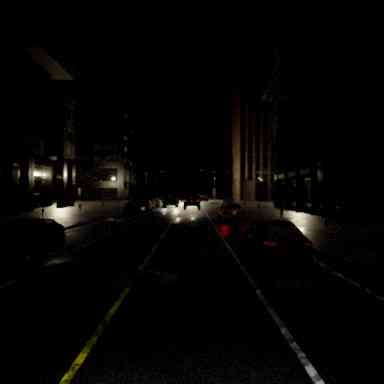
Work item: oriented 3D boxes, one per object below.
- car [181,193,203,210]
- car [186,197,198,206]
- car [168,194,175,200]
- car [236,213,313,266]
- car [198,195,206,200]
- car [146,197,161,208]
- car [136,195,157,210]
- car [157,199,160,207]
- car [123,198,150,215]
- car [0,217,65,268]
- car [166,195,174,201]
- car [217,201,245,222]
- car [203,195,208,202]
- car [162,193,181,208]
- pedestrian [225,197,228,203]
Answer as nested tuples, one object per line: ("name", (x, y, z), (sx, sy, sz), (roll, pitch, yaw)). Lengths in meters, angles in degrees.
("car", (0.019, 1.235, 43.543), (2.150, 2.045, 5.566), (0, -1, 1))
("car", (-0.017, 1.530, 55.103), (1.837, 1.490, 4.892), (0, 0, 0))
("car", (-5.791, 1.495, 94.100), (1.967, 1.590, 4.097), (0, 0, 0))
("car", (2.761, 1.586, 11.304), (1.802, 1.307, 4.206), (0, 0, 0))
("car", (2.734, 1.606, 94.121), (2.008, 1.369, 4.403), (0, 0, 0))
("car", (-5.777, 1.548, 50.327), (1.752, 1.417, 4.829), (0, 0, 0))
("car", (-5.772, 1.331, 39.294), (2.192, 1.841, 5.009), (0, 0, 0))
("car", (-5.775, 1.544, 44.725), (1.752, 1.417, 4.829), (0, 0, 0))
("car", (-5.771, 1.558, 33.692), (1.887, 1.381, 4.507), (0, 0, 0))
("car", (-5.764, 1.569, 11.285), (1.947, 1.339, 4.313), (0, 0, 0))
("car", (-5.789, 1.490, 88.490), (1.967, 1.590, 4.097), (0, 0, 0))
("car", (2.992, 1.465, 25.925), (1.801, 1.575, 5.366), (0, 0, 0))
("car", (2.740, 1.481, 77.294), (1.967, 1.590, 4.097), (0, 0, 0))
("car", (-3.072, 1.245, 48.218), (2.150, 2.045, 5.566), (0, 0, 0))
("pedestrian", (2.991, 1.305, 28.920), (0.375, 1.860, 0.375), (0, 0, 0))
